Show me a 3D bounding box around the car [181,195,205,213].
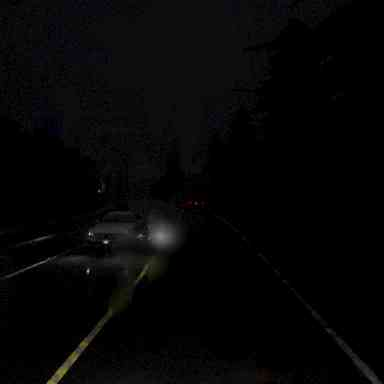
[{"bbox_3d":[0.237,1.324,38.726,2.150,2.045,5.566,0,0,-5],"label":"car"}]

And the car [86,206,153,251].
[{"bbox_3d":[-3.074,1.561,14.522,1.812,1.442,4.674,0,0,2],"label":"car"}]

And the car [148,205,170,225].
[{"bbox_3d":[-2.689,1.626,24.515,1.994,1.385,4.181,0,0,1],"label":"car"}]

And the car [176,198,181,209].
[{"bbox_3d":[-1.167,1.635,49.126,1.837,1.490,4.892,0,0,-10],"label":"car"}]
